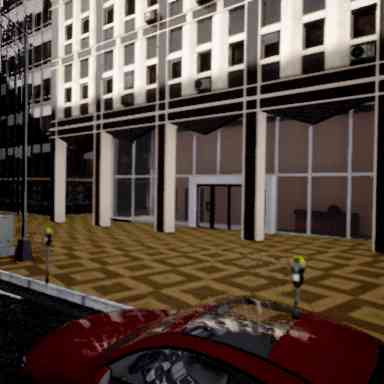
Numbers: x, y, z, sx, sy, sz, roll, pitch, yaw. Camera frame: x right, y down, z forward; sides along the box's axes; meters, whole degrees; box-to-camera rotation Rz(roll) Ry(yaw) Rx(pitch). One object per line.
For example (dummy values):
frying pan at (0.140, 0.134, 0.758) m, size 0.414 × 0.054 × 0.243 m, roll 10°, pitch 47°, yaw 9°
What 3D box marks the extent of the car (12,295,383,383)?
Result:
car at (0.236, 1.580, 2.692) m, size 4.206 × 1.307 × 1.802 m, roll 0°, pitch 1°, yaw 36°
